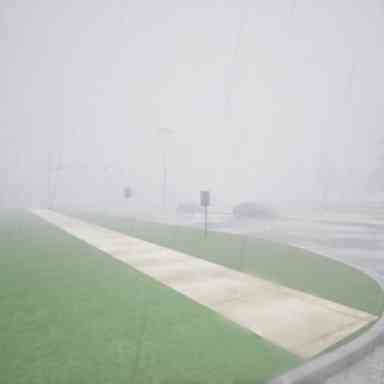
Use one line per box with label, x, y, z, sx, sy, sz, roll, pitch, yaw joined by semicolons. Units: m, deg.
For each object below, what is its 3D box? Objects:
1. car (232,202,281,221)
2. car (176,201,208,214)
car;5.662;1.689;29.697;1.837;1.490;4.892;1;0;-35
car;-0.055;1.750;37.952;1.994;1.385;4.181;1;0;-34
